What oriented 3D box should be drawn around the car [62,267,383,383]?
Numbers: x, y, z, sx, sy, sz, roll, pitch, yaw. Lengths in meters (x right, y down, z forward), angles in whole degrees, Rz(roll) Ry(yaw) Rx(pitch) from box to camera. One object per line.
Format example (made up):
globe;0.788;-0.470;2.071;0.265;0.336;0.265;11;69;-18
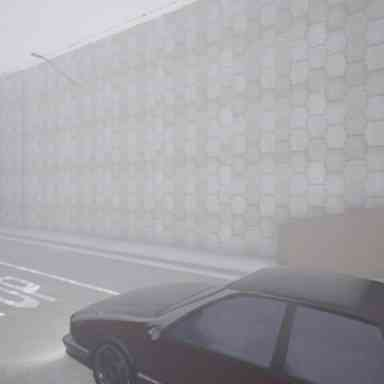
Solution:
car;1.019;1.538;3.263;5.357;1.411;2.033;0;0;35
